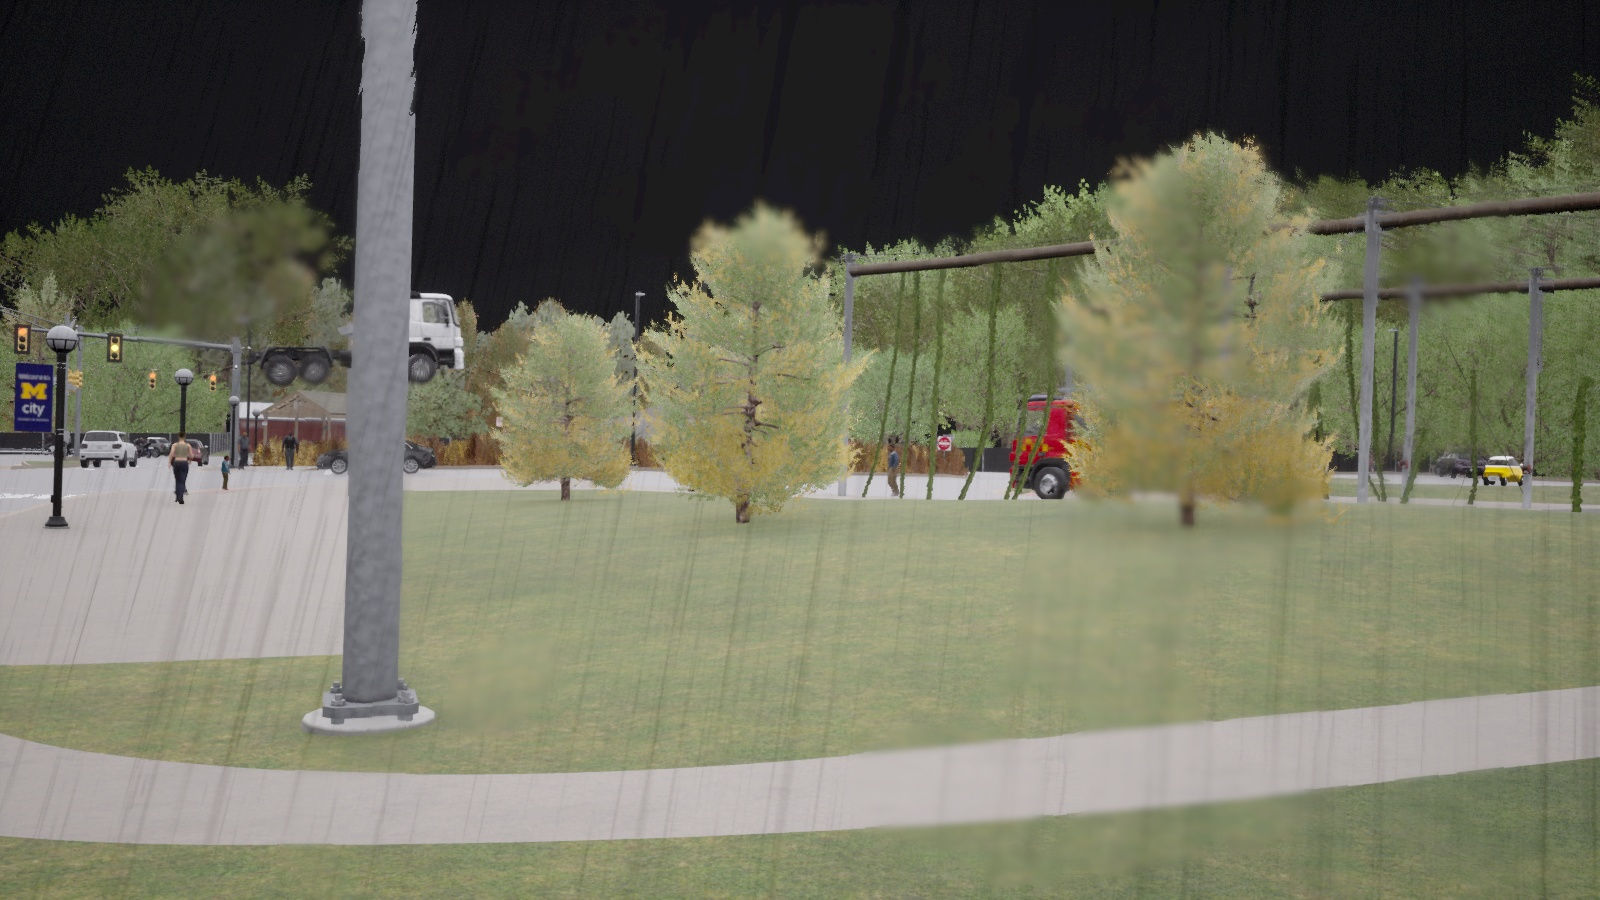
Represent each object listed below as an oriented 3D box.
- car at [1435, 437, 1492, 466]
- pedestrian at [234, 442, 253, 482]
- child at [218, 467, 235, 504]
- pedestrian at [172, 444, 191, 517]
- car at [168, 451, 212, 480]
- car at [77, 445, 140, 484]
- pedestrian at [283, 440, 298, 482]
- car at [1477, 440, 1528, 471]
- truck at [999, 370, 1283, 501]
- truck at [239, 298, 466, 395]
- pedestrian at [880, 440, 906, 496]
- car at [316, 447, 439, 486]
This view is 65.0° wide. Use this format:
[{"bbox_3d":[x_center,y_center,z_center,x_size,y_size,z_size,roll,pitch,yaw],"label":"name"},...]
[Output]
[{"bbox_3d":[36.017,0.066,68.255,1.816,1.474,4.193,0,0,14],"label":"car"},{"bbox_3d":[-25.754,0.565,58.155,0.694,1.848,0.540,1,1,39],"label":"pedestrian"},{"bbox_3d":[-18.868,1.159,41.311,0.448,1.192,0.343,0,1,-33],"label":"child"},{"bbox_3d":[-15.680,0.767,31.830,0.345,1.836,0.594,1,0,-20],"label":"pedestrian"},{"bbox_3d":[-36.864,0.901,75.986,1.851,1.617,3.988,-1,1,-19],"label":"car"},{"bbox_3d":[-38.547,0.799,70.137,2.150,2.045,5.566,-1,0,-19],"label":"car"},{"bbox_3d":[-23.585,0.505,58.134,0.563,1.883,0.849,1,0,-16],"label":"pedestrian"},{"bbox_3d":[32.629,0.259,58.329,2.207,1.376,1.481,-2,2,-43],"label":"car"},{"bbox_3d":[10.774,-0.390,40.483,8.468,3.827,2.891,-1,-1,44],"label":"truck"},{"bbox_3d":[-17.340,-4.059,48.920,7.936,3.462,2.891,-4,4,-22],"label":"truck"},{"bbox_3d":[3.244,0.617,43.836,0.788,1.949,0.423,1,0,-22],"label":"pedestrian"},{"bbox_3d":[-18.054,0.697,53.746,4.892,1.490,1.837,-1,1,-20],"label":"car"}]
